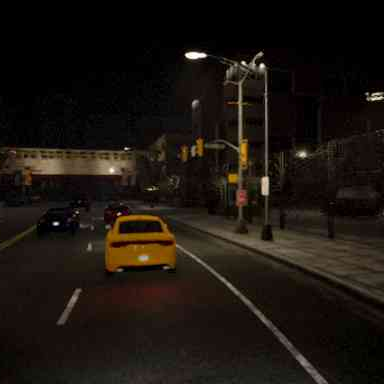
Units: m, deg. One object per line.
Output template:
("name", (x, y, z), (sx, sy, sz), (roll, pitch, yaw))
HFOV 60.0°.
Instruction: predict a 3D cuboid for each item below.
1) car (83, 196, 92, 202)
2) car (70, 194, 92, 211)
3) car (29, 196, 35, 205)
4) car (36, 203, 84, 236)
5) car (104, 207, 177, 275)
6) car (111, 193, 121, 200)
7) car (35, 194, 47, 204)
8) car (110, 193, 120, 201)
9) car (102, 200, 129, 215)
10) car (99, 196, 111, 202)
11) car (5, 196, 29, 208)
("car", (-23.395, 1.551, 74.538), (1.812, 1.442, 4.674), (0, 0, -16))
("car", (-13.623, 1.238, 40.666), (2.150, 2.045, 5.566), (0, 0, -16))
("car", (-28.749, 1.408, 56.695), (2.185, 1.767, 4.553), (0, 0, -16))
("car", (-7.452, 1.576, 18.849), (1.994, 1.385, 4.181), (0, 0, -15))
("car", (-1.717, 1.477, 10.597), (1.882, 1.535, 5.008), (0, 0, -12))
("car", (-18.674, 1.602, 82.459), (1.895, 1.301, 4.718), (0, 0, -16))
("car", (-31.676, 1.537, 67.065), (2.231, 1.521, 4.892), (0, 0, -6))
("car", (-20.751, 1.238, 89.558), (2.435, 2.045, 5.566), (0, 0, -16))
("car", (-5.756, 1.566, 25.788), (1.994, 1.385, 4.181), (0, 0, -16))
("car", (-19.288, 1.568, 72.880), (1.994, 1.385, 4.181), (0, 0, -16))
("car", (-26.849, 1.531, 50.555), (2.097, 1.535, 5.008), (0, 0, -16))
